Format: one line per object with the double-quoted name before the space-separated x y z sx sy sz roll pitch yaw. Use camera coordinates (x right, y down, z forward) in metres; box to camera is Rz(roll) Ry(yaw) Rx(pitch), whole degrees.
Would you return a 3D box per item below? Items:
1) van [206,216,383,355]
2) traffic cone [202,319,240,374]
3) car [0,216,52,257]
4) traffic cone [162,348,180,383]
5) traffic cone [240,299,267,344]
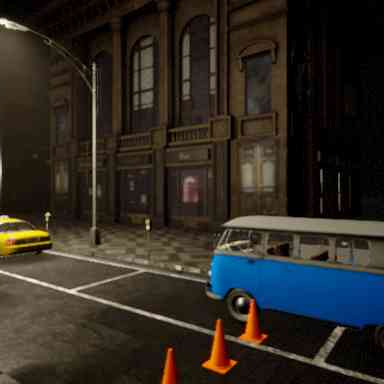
"van" 2.159 1.345 5.552 3.998 1.788 1.690 0 0 36
"traffic cone" 0.359 1.961 4.339 0.340 0.580 0.340 0 0 36
"car" -7.086 1.554 12.235 4.829 1.417 1.752 0 0 36
"traffic cone" -0.226 1.960 3.528 0.340 0.580 0.340 0 0 36
"traffic cone" 0.945 1.961 5.149 0.340 0.580 0.340 0 0 36
